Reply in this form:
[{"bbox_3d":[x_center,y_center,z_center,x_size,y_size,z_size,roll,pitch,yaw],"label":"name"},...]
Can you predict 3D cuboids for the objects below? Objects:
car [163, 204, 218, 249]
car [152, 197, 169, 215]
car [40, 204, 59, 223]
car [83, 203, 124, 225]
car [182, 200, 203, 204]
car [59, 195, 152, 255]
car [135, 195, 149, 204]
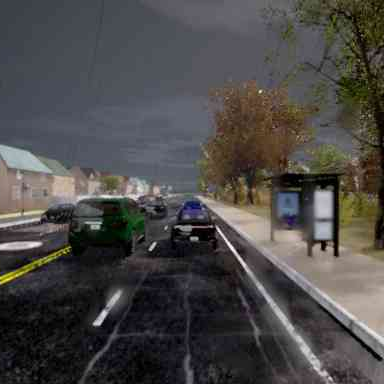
[{"bbox_3d":[0.085,1.511,14.705,2.128,1.511,4.902,0,0,0],"label":"car"},{"bbox_3d":[-3.185,1.541,30.804,2.128,1.511,4.902,0,0,0],"label":"car"},{"bbox_3d":[-9.876,1.606,25.427,1.994,1.385,4.181,0,0,0],"label":"car"},{"bbox_3d":[-6.626,1.605,25.434,1.994,1.385,4.181,0,0,0],"label":"car"},{"bbox_3d":[0.059,1.528,32.501,1.882,1.535,5.008,0,0,0],"label":"car"},{"bbox_3d":[-3.164,1.241,13.547,2.150,2.045,5.566,0,0,0],"label":"car"},{"bbox_3d":[-9.836,1.479,66.068,2.097,1.767,4.553,0,0,0],"label":"car"}]
